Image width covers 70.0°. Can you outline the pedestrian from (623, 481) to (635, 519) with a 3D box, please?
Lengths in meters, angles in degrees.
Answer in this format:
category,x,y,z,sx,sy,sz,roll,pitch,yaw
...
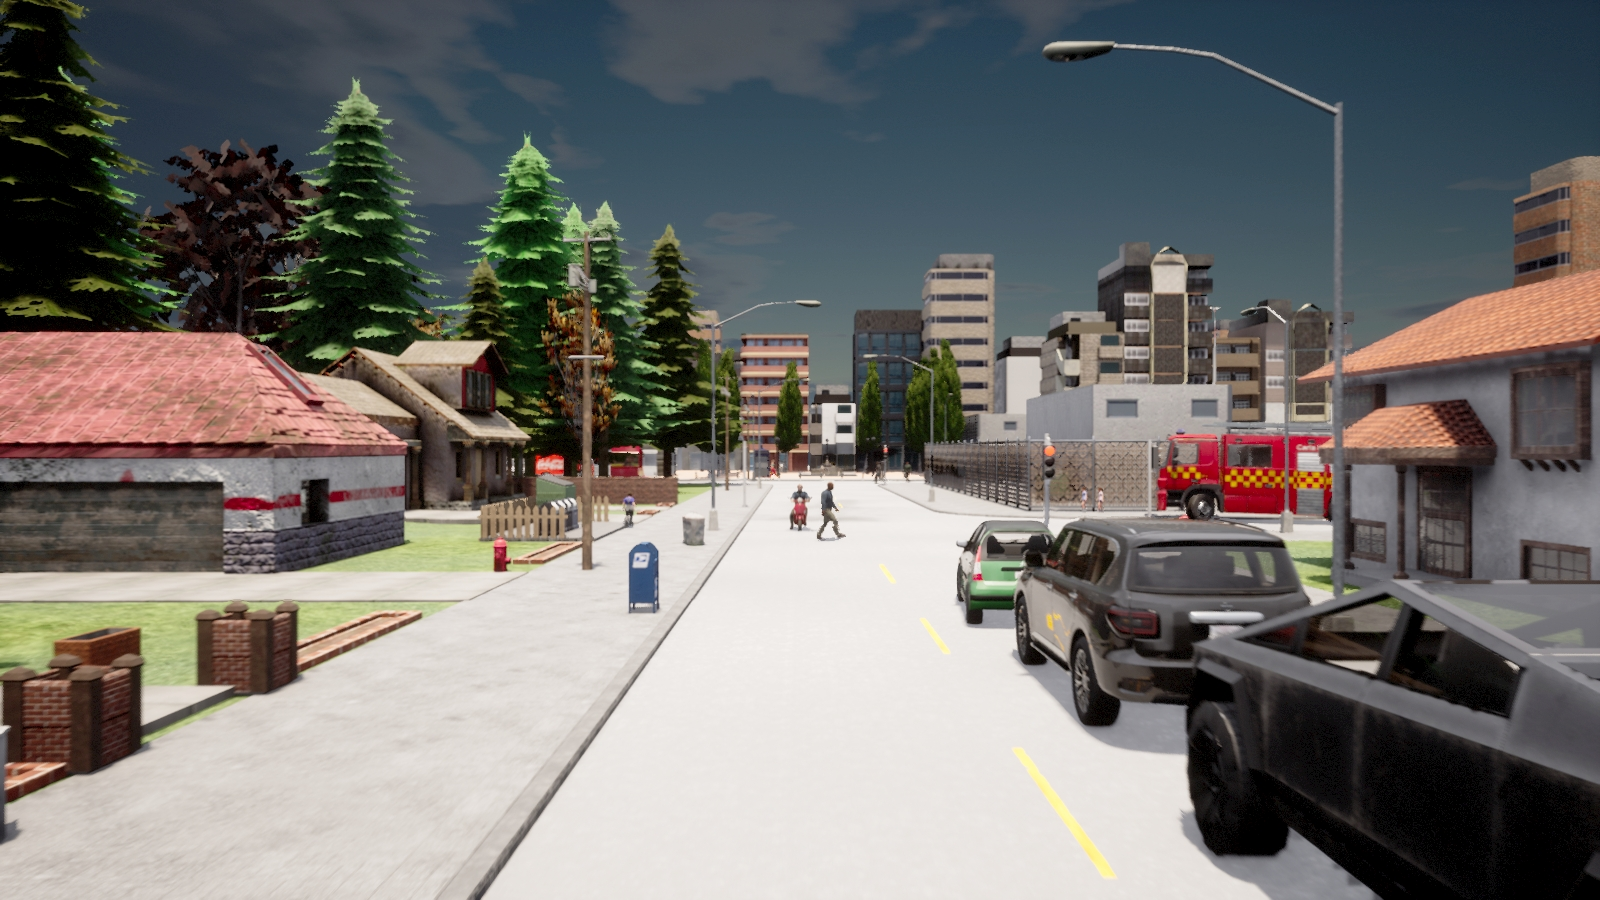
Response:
category,x,y,z,sx,sy,sz,roll,pitch,yaw
pedestrian,-5.929,1.735,39.595,0.375,1.300,0.375,0,0,-1

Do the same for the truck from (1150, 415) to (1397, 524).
category,x,y,z,sx,sy,sz,roll,pitch,yaw
truck,17.976,0.669,43.999,8.468,3.827,2.891,1,1,18

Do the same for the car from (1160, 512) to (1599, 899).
category,x,y,z,sx,sy,sz,roll,pitch,yaw
car,3.982,1.534,5.732,2.390,2.098,6.274,0,0,0

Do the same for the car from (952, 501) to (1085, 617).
category,x,y,z,sx,sy,sz,roll,pitch,yaw
car,3.655,1.779,19.744,1.851,1.617,3.988,0,0,5

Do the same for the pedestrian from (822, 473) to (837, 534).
category,x,y,z,sx,sy,sz,roll,pitch,yaw
pedestrian,0.891,1.628,34.996,0.375,1.860,0.375,0,0,17

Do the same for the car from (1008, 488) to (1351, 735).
category,x,y,z,sx,sy,sz,roll,pitch,yaw
car,3.941,1.559,13.143,2.150,2.045,5.566,0,0,1

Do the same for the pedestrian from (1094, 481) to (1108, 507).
category,x,y,z,sx,sy,sz,roll,pitch,yaw
pedestrian,12.960,1.894,49.213,0.500,1.100,0.500,0,0,3

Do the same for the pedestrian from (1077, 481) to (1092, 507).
category,x,y,z,sx,sy,sz,roll,pitch,yaw
pedestrian,12.265,1.896,49.237,0.500,1.100,0.500,0,0,-1
